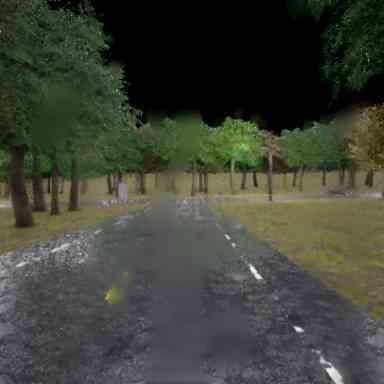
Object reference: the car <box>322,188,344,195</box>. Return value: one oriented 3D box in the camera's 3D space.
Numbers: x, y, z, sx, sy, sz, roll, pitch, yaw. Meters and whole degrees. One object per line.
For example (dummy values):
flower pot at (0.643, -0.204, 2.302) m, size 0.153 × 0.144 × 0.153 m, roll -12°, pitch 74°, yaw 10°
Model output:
car at (32.621, -0.160, 77.070) m, size 4.553 × 1.767 × 2.097 m, roll -2°, pitch 3°, yaw 0°

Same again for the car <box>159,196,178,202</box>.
car at (-4.942, 1.505, 70.024) m, size 4.181 × 1.385 × 1.994 m, roll -2°, pitch 3°, yaw -1°
